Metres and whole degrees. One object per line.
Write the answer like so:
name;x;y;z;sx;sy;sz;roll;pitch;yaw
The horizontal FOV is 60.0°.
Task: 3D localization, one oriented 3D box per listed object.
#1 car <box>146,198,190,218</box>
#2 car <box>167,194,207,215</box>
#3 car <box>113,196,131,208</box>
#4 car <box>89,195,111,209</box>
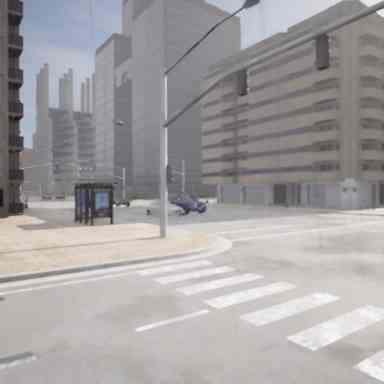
car;-2.544;1.531;30.257;1.812;1.442;4.674;0;0;-37
car;-0.866;1.215;33.843;2.150;2.045;5.566;0;0;-36
car;-10.509;1.341;47.033;2.033;1.411;5.357;0;0;-37
car;-13.322;1.528;44.952;2.128;1.511;4.902;0;0;-37
